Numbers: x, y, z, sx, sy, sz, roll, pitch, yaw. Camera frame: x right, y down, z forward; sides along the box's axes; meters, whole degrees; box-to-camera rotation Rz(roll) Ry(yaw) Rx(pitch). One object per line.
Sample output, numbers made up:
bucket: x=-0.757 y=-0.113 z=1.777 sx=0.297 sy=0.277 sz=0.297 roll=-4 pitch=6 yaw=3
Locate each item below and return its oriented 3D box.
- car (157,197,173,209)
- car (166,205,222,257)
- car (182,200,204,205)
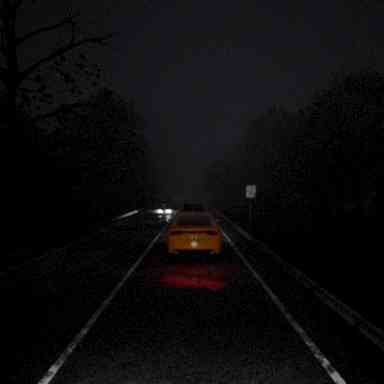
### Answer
car: x=-3.584 y=1.477 z=44.734 sx=2.128 sy=1.511 sz=4.902 roll=0 pitch=0 yaw=0
car: x=0.081 y=1.501 z=12.994 sx=1.882 sy=1.535 sz=5.008 roll=0 pitch=0 yaw=0
car: x=0.093 y=1.504 z=31.435 sx=1.882 sy=1.535 sz=5.008 roll=0 pitch=0 yaw=0
